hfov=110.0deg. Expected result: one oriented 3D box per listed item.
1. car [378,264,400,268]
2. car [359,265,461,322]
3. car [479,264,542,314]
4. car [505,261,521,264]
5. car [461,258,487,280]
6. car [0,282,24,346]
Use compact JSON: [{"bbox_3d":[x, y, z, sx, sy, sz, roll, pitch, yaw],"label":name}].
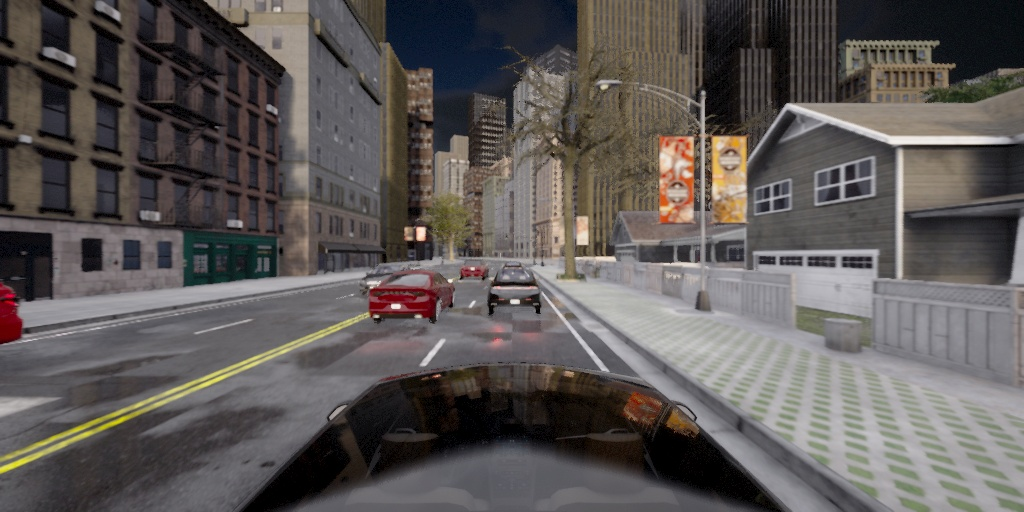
[{"bbox_3d":[-6.586,1.218,19.484,2.128,1.511,4.902,0,0,0],"label":"car"},{"bbox_3d":[-3.155,1.216,12.217,1.882,1.535,5.008,0,0,0],"label":"car"},{"bbox_3d":[0.093,1.228,13.723,2.128,1.511,4.902,0,0,0],"label":"car"},{"bbox_3d":[0.085,1.191,31.431,2.128,1.511,4.902,0,0,0],"label":"car"},{"bbox_3d":[-3.165,1.054,30.894,2.097,1.767,4.553,0,0,0],"label":"car"},{"bbox_3d":[-9.851,0.969,4.024,2.150,2.045,5.566,0,0,0],"label":"car"}]
